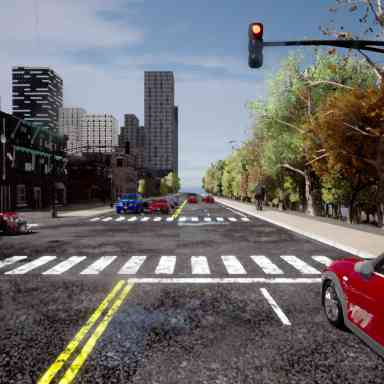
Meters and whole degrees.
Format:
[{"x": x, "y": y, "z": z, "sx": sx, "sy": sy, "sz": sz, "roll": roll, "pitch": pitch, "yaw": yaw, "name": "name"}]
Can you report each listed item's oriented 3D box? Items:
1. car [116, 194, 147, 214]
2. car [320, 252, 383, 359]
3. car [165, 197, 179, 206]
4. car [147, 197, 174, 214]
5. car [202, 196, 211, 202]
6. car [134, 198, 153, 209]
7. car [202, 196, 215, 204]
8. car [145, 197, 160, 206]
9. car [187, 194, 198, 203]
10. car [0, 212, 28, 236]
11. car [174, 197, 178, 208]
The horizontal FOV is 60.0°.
[{"x": -6.568, "y": 1.210, "z": 35.782, "sx": 2.150, "sy": 2.045, "sz": 5.566, "roll": 0, "pitch": 0, "yaw": 0, "name": "car"}, {"x": 3.350, "y": 1.351, "z": 4.160, "sx": 2.097, "sy": 1.767, "sz": 4.553, "roll": 0, "pitch": 0, "yaw": 0, "name": "car"}, {"x": -3.299, "y": 1.527, "z": 56.002, "sx": 2.033, "sy": 1.411, "sz": 5.357, "roll": 0, "pitch": 0, "yaw": 0, "name": "car"}, {"x": -3.321, "y": 1.467, "z": 35.531, "sx": 1.882, "sy": 1.535, "sz": 5.008, "roll": 0, "pitch": 0, "yaw": 0, "name": "car"}, {"x": 3.285, "y": 1.523, "z": 75.475, "sx": 1.994, "sy": 1.385, "sz": 4.181, "roll": 0, "pitch": 0, "yaw": 0, "name": "car"}, {"x": -6.563, "y": 1.585, "z": 45.529, "sx": 1.895, "sy": 1.301, "sz": 4.718, "roll": 0, "pitch": 0, "yaw": 0, "name": "car"}, {"x": 3.379, "y": 1.453, "z": 65.332, "sx": 1.882, "sy": 1.535, "sz": 5.008, "roll": 0, "pitch": 0, "yaw": 0, "name": "car"}, {"x": -6.546, "y": 1.544, "z": 55.558, "sx": 1.994, "sy": 1.385, "sz": 4.181, "roll": 0, "pitch": 0, "yaw": 1, "name": "car"}, {"x": 0.131, "y": 1.539, "z": 65.975, "sx": 1.994, "sy": 1.385, "sz": 4.181, "roll": 0, "pitch": 0, "yaw": 0, "name": "car"}, {"x": -11.348, "y": 1.431, "z": 17.740, "sx": 4.553, "sy": 1.767, "sz": 2.097, "roll": -2, "pitch": 0, "yaw": -6, "name": "car"}, {"x": -3.311, "y": 1.532, "z": 45.429, "sx": 2.033, "sy": 1.411, "sz": 5.357, "roll": 0, "pitch": 0, "yaw": 0, "name": "car"}]
